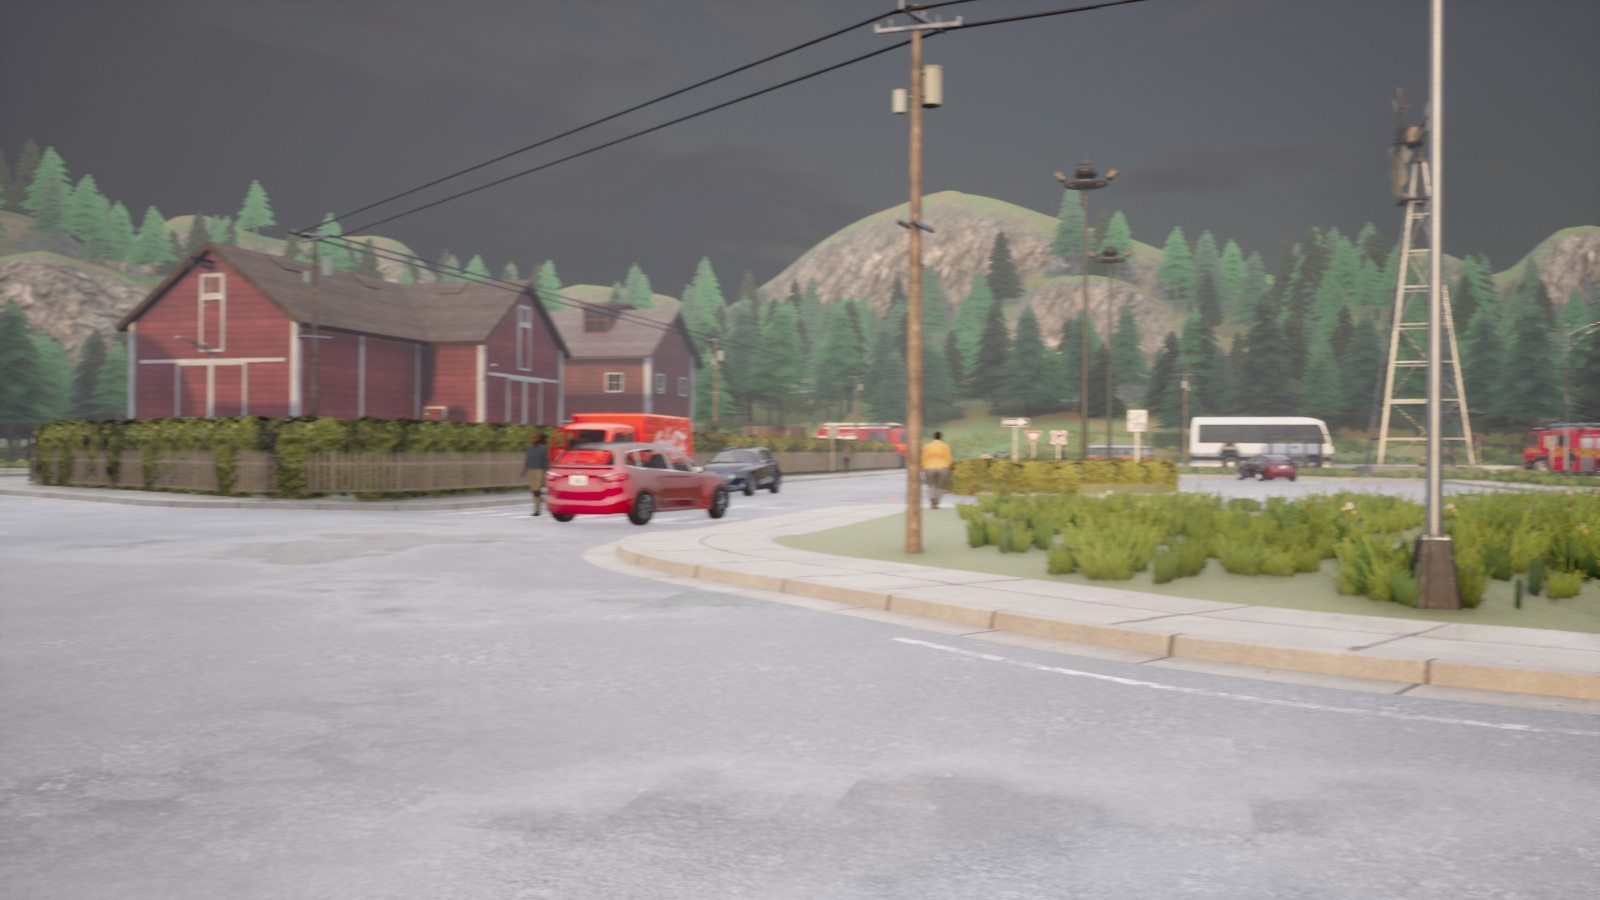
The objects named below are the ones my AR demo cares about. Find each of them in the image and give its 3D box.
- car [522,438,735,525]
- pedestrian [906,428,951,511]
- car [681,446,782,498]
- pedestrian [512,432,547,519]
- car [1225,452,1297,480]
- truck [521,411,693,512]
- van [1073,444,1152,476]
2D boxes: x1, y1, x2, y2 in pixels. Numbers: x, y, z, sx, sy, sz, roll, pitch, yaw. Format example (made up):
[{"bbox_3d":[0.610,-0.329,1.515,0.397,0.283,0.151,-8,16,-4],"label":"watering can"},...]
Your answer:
[{"bbox_3d":[-3.515,0.608,26.720,2.242,1.667,4.611,0,0,27],"label":"car"},{"bbox_3d":[2.910,0.432,28.414,0.874,1.855,0.900,0,0,16],"label":"pedestrian"},{"bbox_3d":[-2.279,0.709,43.327,2.033,1.649,4.856,0,1,16],"label":"car"},{"bbox_3d":[-5.804,0.545,26.978,0.370,1.835,0.726,0,0,24],"label":"pedestrian"},{"bbox_3d":[25.587,0.852,69.854,2.163,1.488,4.792,0,0,-1],"label":"car"},{"bbox_3d":[-5.010,0.282,33.549,2.627,2.467,5.204,0,0,16],"label":"truck"},{"bbox_3d":[19.394,0.602,77.958,4.442,1.987,1.775,0,0,29],"label":"van"}]
